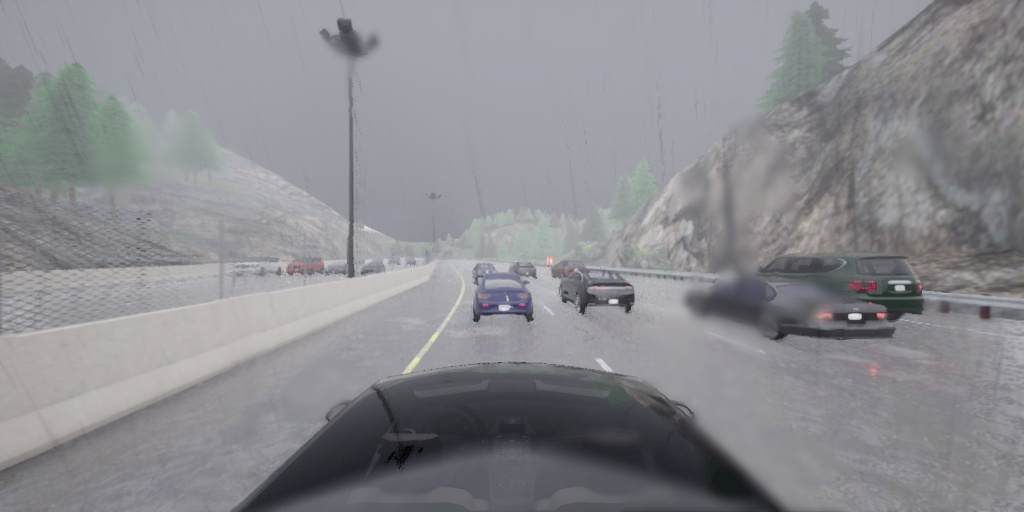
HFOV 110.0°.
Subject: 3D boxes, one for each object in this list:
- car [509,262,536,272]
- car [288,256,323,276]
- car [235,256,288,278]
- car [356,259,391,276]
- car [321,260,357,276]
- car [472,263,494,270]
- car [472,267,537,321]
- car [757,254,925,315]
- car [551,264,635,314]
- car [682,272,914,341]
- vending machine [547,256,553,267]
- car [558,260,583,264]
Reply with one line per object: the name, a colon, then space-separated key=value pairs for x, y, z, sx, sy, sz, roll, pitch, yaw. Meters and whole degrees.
car: x=0.899 y=1.249 z=32.118 sx=2.128 sy=1.511 sz=4.902 roll=0 pitch=0 yaw=-9
car: x=-21.619 y=1.033 z=37.865 sx=2.150 sy=2.045 sz=5.566 roll=0 pitch=0 yaw=-11
car: x=-24.691 y=1.040 z=35.252 sx=2.150 sy=2.045 sz=5.566 roll=0 pitch=0 yaw=-11
car: x=-14.507 y=1.343 z=37.911 sx=2.033 sy=1.411 sz=5.357 roll=0 pitch=0 yaw=-11
car: x=-18.003 y=1.329 z=37.585 sx=1.812 sy=1.442 sz=4.674 roll=0 pitch=0 yaw=-11
car: x=-2.352 y=1.312 z=30.591 sx=2.033 sy=1.411 sz=5.357 roll=0 pitch=0 yaw=-9
car: x=-0.351 y=1.280 z=12.322 sx=1.812 sy=1.442 sz=4.674 roll=0 pitch=0 yaw=-3
car: x=10.195 y=0.951 z=12.248 sx=2.150 sy=2.045 sz=5.566 roll=0 pitch=0 yaw=-3
car: x=3.072 y=1.238 z=13.811 sx=2.128 sy=1.511 sz=4.902 roll=0 pitch=0 yaw=-4
car: x=6.842 y=1.284 z=9.795 sx=2.033 sy=1.411 sz=5.357 roll=0 pitch=0 yaw=-3
vending machine: x=6.934 y=0.949 z=64.995 sx=1.100 sy=2.100 sz=0.880 roll=0 pitch=0 yaw=-11
car: x=4.747 y=1.100 z=30.169 sx=2.097 sy=1.767 sz=4.553 roll=0 pitch=0 yaw=-9
